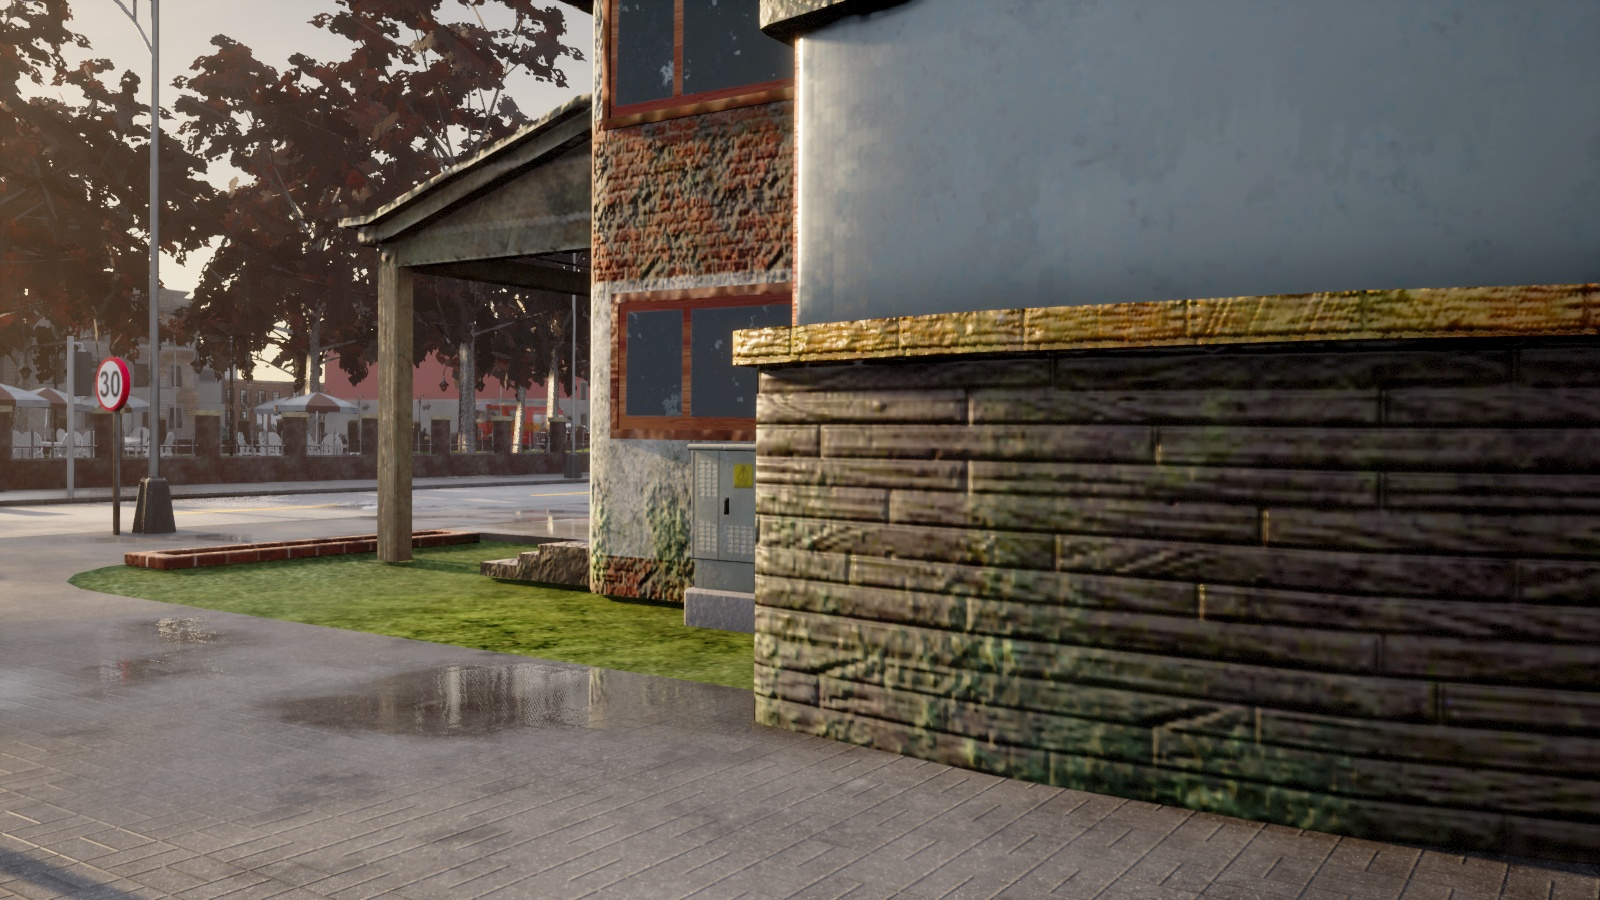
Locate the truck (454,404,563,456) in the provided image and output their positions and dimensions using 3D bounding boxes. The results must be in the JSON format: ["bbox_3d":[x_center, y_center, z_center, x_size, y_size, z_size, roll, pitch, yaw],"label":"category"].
[{"bbox_3d":[-22.348,-1.552,96.779,2.891,3.827,8.468,0,1,33],"label":"truck"}]

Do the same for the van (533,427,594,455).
[{"bbox_3d":[-18.045,-0.693,96.037,2.069,2.038,4.480,0,1,34],"label":"van"}]
